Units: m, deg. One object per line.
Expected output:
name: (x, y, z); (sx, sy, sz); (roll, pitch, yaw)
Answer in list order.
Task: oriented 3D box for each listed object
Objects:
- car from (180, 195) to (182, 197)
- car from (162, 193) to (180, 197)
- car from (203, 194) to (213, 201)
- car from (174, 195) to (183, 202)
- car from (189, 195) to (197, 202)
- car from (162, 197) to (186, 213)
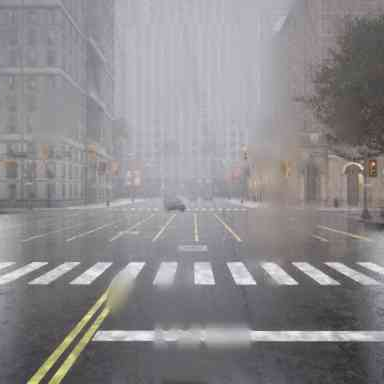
car: (-3.386, 1.505, 69.337); (1.837, 1.490, 4.892); (0, 0, 1)
car: (-3.557, 1.220, 54.234); (2.150, 2.045, 5.566); (0, 0, 0)
car: (3.717, 1.279, 78.527); (2.097, 1.767, 4.553); (0, 0, 1)
car: (-3.258, 1.477, 80.901); (1.882, 1.535, 5.008); (0, 0, 1)
car: (0.217, 1.448, 78.594); (2.128, 1.511, 4.902); (0, 0, 1)
car: (-2.045, 1.600, 37.791); (1.895, 1.301, 4.718); (0, 0, -13)
